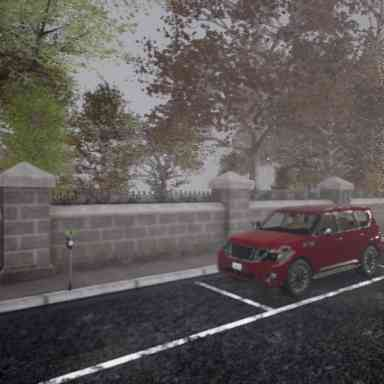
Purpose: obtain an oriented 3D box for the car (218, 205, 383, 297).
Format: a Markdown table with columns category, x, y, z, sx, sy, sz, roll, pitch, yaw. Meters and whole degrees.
| category | x | y | z | sx | sy | sz | roll | pitch | yaw |
| --- | --- | --- | --- | --- | --- | --- | --- | --- | --- |
| car | 3.034 | 1.293 | 8.721 | 5.009 | 1.841 | 2.192 | 0 | 0 | -36 |
